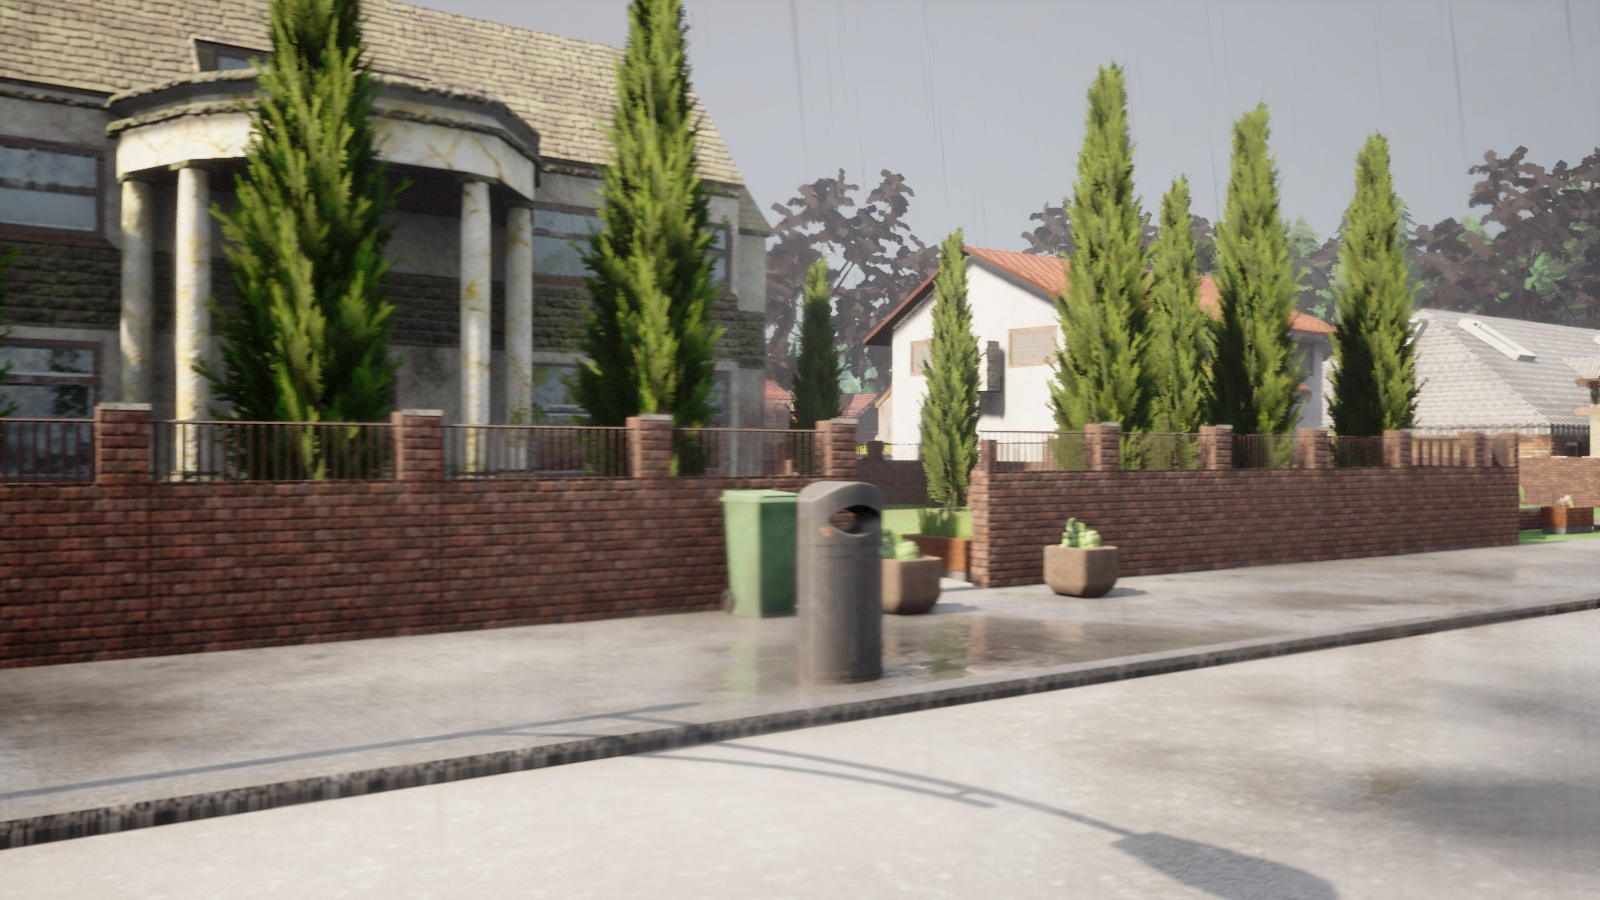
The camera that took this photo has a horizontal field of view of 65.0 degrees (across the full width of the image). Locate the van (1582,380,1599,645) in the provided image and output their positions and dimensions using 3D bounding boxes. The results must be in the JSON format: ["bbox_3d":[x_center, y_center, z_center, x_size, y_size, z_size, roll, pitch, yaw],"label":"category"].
[{"bbox_3d":[8.511,0.475,10.192,4.480,2.038,2.069,0,0,-35],"label":"van"}]
